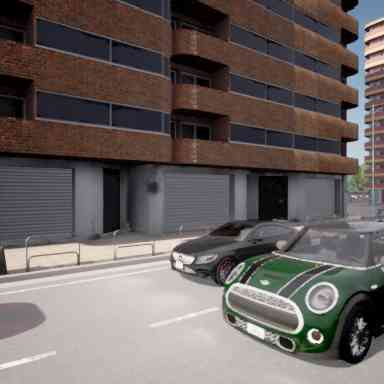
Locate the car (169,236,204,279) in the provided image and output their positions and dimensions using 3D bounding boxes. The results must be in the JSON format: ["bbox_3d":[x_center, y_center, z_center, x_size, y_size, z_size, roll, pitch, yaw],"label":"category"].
[{"bbox_3d":[1.572,1.526,9.493,4.674,1.442,1.812,0,0,-36],"label":"car"}]

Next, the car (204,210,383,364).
[{"bbox_3d":[2.704,1.353,5.998,4.553,1.767,2.097,0,0,-36],"label":"car"}]
